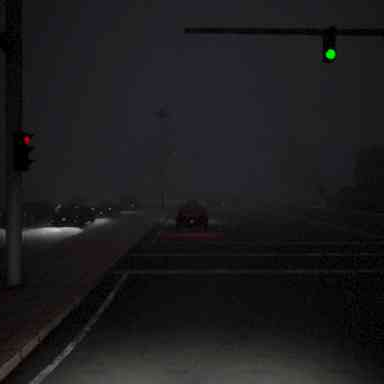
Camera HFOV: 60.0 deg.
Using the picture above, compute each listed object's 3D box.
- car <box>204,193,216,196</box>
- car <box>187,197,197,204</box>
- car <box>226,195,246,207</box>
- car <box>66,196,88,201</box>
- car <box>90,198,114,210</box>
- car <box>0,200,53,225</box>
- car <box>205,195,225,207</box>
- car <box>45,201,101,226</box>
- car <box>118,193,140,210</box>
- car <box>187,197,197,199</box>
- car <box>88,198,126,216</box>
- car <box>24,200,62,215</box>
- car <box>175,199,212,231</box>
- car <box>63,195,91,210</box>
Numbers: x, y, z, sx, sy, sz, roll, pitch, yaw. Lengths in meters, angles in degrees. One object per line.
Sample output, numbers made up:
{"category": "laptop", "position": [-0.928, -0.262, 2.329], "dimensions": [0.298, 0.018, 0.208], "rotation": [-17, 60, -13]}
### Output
{"category": "car", "position": [3.496, 1.165, 61.671], "dimensions": [2.150, 2.045, 5.566], "rotation": [0, 0, 0]}
{"category": "car", "position": [-0.004, 1.546, 61.671], "dimensions": [1.895, 1.301, 4.718], "rotation": [0, 0, 0]}
{"category": "car", "position": [6.996, 1.306, 51.608], "dimensions": [2.097, 1.767, 4.553], "rotation": [0, 0, 0]}
{"category": "car", "position": [-11.520, 1.322, 32.835], "dimensions": [2.097, 1.767, 4.553], "rotation": [0, 0, 0]}
{"category": "car", "position": [-11.503, 1.487, 42.755], "dimensions": [1.812, 1.442, 4.674], "rotation": [0, 0, 0]}
{"category": "car", "position": [-11.573, 1.456, 23.798], "dimensions": [1.882, 1.535, 5.008], "rotation": [0, 0, 0]}
{"category": "car", "position": [3.496, 1.518, 51.638], "dimensions": [1.994, 1.385, 4.181], "rotation": [0, 0, 0]}
{"category": "car", "position": [-8.079, 1.543, 22.992], "dimensions": [1.994, 1.385, 4.181], "rotation": [0, 0, 0]}
{"category": "car", "position": [-8.003, 1.184, 42.316], "dimensions": [2.150, 2.045, 5.566], "rotation": [0, 0, 0]}
{"category": "car", "position": [-0.004, 1.446, 51.221], "dimensions": [2.128, 1.511, 4.902], "rotation": [0, 0, 0]}
{"category": "car", "position": [-8.031, 1.572, 31.746], "dimensions": [1.895, 1.301, 4.718], "rotation": [0, 0, 1]}
{"category": "car", "position": [-15.003, 1.533, 33.681], "dimensions": [1.994, 1.385, 4.181], "rotation": [0, 0, 0]}
{"category": "car", "position": [-0.002, 1.459, 20.611], "dimensions": [1.882, 1.535, 5.008], "rotation": [0, 0, 0]}
{"category": "car", "position": [-15.003, 1.313, 43.671], "dimensions": [2.097, 1.767, 4.553], "rotation": [0, 0, 0]}
